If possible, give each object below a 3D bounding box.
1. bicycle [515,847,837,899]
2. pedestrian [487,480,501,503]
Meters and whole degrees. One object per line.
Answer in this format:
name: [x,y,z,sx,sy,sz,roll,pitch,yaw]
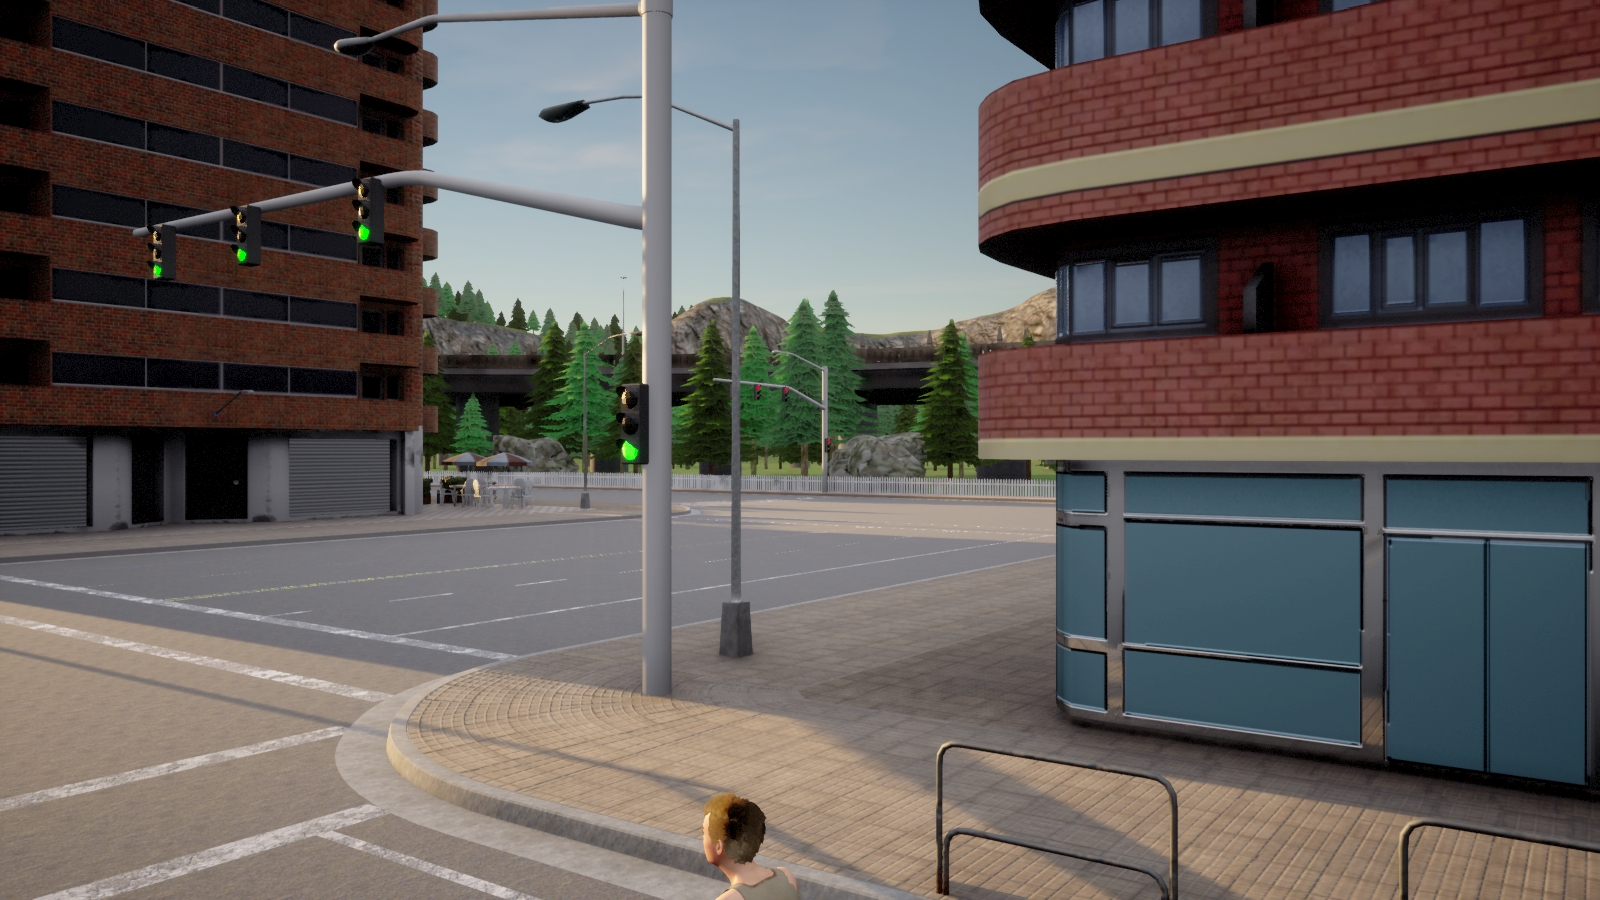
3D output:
bicycle: [-0.301,2.233,4.022,1.487,1.126,0.859,0,0,35]
pedestrian: [-15.030,2.019,56.141,0.500,1.100,0.500,0,0,44]
